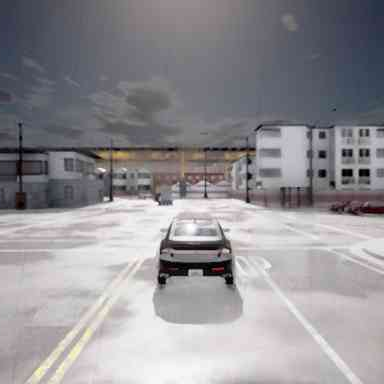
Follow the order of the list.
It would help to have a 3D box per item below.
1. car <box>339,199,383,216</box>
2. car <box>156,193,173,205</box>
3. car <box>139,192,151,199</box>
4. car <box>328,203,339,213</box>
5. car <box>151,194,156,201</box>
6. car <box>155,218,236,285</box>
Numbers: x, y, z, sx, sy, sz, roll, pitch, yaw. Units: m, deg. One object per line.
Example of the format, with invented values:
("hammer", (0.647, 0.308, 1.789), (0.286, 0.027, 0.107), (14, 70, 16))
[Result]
("car", (16.598, 1.483, 30.851), (4.674, 1.442, 1.812), (0, 0, 1))
("car", (-3.925, 1.010, 49.204), (2.097, 1.767, 4.553), (0, 1, -5))
("car", (-9.505, 0.684, 68.609), (1.812, 1.442, 4.674), (0, 1, -30))
("car", (16.523, 1.478, 34.353), (4.674, 1.442, 1.812), (0, 0, 1))
("car", (-5.565, 0.915, 59.059), (1.837, 1.490, 4.892), (0, 2, -16))
("car", (0.089, 1.478, 9.408), (2.128, 1.511, 4.902), (0, 0, 0))
